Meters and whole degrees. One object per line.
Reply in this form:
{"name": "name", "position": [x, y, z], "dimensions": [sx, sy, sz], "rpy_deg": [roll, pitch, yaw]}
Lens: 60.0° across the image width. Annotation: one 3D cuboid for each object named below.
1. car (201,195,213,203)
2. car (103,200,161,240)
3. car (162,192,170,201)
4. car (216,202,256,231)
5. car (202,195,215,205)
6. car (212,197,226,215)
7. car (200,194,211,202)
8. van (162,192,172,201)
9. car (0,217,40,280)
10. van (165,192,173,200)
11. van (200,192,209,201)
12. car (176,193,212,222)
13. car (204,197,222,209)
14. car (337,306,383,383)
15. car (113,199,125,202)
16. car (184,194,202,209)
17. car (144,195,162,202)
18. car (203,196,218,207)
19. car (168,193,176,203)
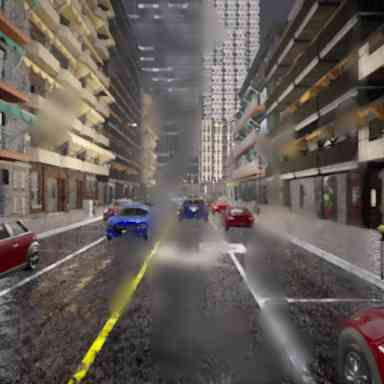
{"name": "car", "position": [2.614, 1.247, 59.000], "dimensions": [1.887, 1.381, 4.507], "rpy_deg": [0, 0, 0]}
{"name": "car", "position": [-2.837, 1.381, 16.496], "dimensions": [1.882, 1.535, 5.008], "rpy_deg": [0, 0, 0]}
{"name": "car", "position": [-5.262, 1.123, 64.689], "dimensions": [1.967, 1.590, 4.097], "rpy_deg": [0, 0, 0]}
{"name": "car", "position": [2.585, 1.471, 19.174], "dimensions": [1.802, 1.307, 4.206], "rpy_deg": [0, 0, 0]}
{"name": "car", "position": [2.610, 1.269, 53.310], "dimensions": [1.887, 1.381, 4.507], "rpy_deg": [0, 0, 0]}
{"name": "car", "position": [2.593, 1.410, 30.552], "dimensions": [1.802, 1.307, 4.206], "rpy_deg": [0, 0, 0]}
{"name": "car", "position": [2.618, 1.123, 64.689], "dimensions": [1.967, 1.590, 4.097], "rpy_deg": [0, 0, 0]}
{"name": "van", "position": [-5.257, 1.005, 70.379], "dimensions": [1.690, 1.788, 3.998], "rpy_deg": [0, 0, 0]}
{"name": "car", "position": [-5.303, 1.393, 7.791], "dimensions": [1.967, 1.590, 4.097], "rpy_deg": [0, 0, 0]}
{"name": "van", "position": [-5.253, 0.987, 76.069], "dimensions": [1.690, 1.788, 3.998], "rpy_deg": [0, 0, 0]}
{"name": "van", "position": [2.623, 1.005, 70.379], "dimensions": [1.690, 1.788, 3.998], "rpy_deg": [0, 0, 0]}
{"name": "car", "position": [0.117, 1.213, 24.604], "dimensions": [2.097, 1.767, 4.553], "rpy_deg": [0, 0, 0]}
{"name": "car", "position": [2.601, 1.339, 41.932], "dimensions": [1.947, 1.339, 4.313], "rpy_deg": [0, 0, 0]}
{"name": "car", "position": [2.573, 1.427, 2.103], "dimensions": [1.967, 1.590, 4.097], "rpy_deg": [0, 0, 0]}
{"name": "car", "position": [-5.290, 1.298, 24.861], "dimensions": [1.967, 1.590, 4.097], "rpy_deg": [0, 0, 0]}
{"name": "car", "position": [0.131, 1.128, 41.122], "dimensions": [2.097, 1.767, 4.553], "rpy_deg": [0, 0, 0]}
{"name": "car", "position": [-5.279, 1.339, 41.931], "dimensions": [1.947, 1.339, 4.313], "rpy_deg": [0, 0, 0]}
{"name": "car", "position": [2.606, 1.273, 47.792], "dimensions": [1.752, 1.417, 4.829], "rpy_deg": [0, 0, 0]}
{"name": "car", "position": [-2.748, 1.305, 58.644], "dimensions": [1.895, 1.301, 4.718], "rpy_deg": [0, 0, 1]}
